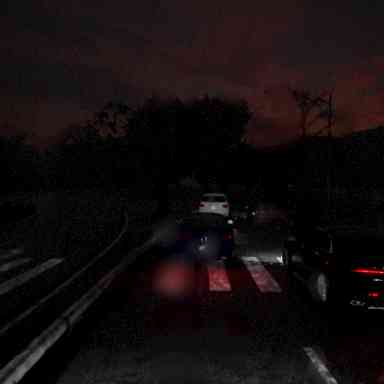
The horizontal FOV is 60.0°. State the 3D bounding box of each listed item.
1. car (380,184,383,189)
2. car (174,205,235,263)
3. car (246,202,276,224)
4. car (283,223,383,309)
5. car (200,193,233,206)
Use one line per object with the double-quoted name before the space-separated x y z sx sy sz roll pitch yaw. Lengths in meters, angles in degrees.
"car" 43.377 -1.574 72.590 2.185 1.767 4.553 -1 4 -11
"car" 0.470 1.464 12.033 1.882 1.535 5.008 0 0 3
"car" 4.983 1.423 24.255 2.033 1.411 5.357 1 1 8
"car" 3.509 1.503 7.844 1.837 1.490 4.892 0 0 2
"car" 1.844 1.056 25.221 2.150 2.045 5.566 1 1 8
